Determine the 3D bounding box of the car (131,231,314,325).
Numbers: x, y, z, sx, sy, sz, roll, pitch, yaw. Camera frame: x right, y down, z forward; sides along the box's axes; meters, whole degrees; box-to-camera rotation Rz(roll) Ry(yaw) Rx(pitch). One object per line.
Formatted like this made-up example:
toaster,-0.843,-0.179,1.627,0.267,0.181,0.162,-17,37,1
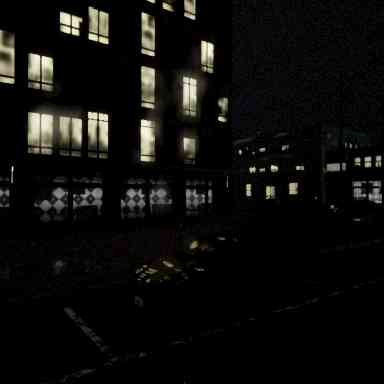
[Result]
car,0.839,1.566,7.152,4.313,1.339,1.947,0,0,-35

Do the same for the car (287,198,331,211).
car,12.834,1.340,36.736,1.802,1.307,4.206,1,0,-36

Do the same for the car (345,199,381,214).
car,16.116,1.372,32.266,1.887,1.381,4.507,1,0,-36

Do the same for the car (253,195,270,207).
car,9.553,1.130,41.208,1.967,1.590,4.097,1,0,-36

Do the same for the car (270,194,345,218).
car,9.367,1.101,27.307,2.192,1.841,5.009,1,0,-36
